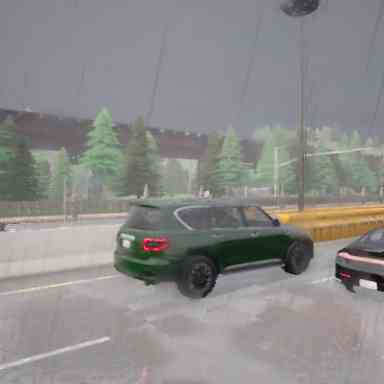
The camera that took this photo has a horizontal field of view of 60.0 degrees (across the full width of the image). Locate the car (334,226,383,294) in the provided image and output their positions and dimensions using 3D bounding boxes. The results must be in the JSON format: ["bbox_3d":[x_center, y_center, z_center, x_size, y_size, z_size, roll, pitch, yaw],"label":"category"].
[{"bbox_3d":[5.181,1.468,7.457,4.902,1.511,2.128,0,0,-35],"label":"car"}]

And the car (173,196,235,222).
[{"bbox_3d":[1.002,1.236,26.110,4.553,1.767,2.097,0,0,-36],"label":"car"}]

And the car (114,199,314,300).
[{"bbox_3d":[0.799,1.205,8.623,5.566,2.045,2.150,0,0,-36],"label":"car"}]
